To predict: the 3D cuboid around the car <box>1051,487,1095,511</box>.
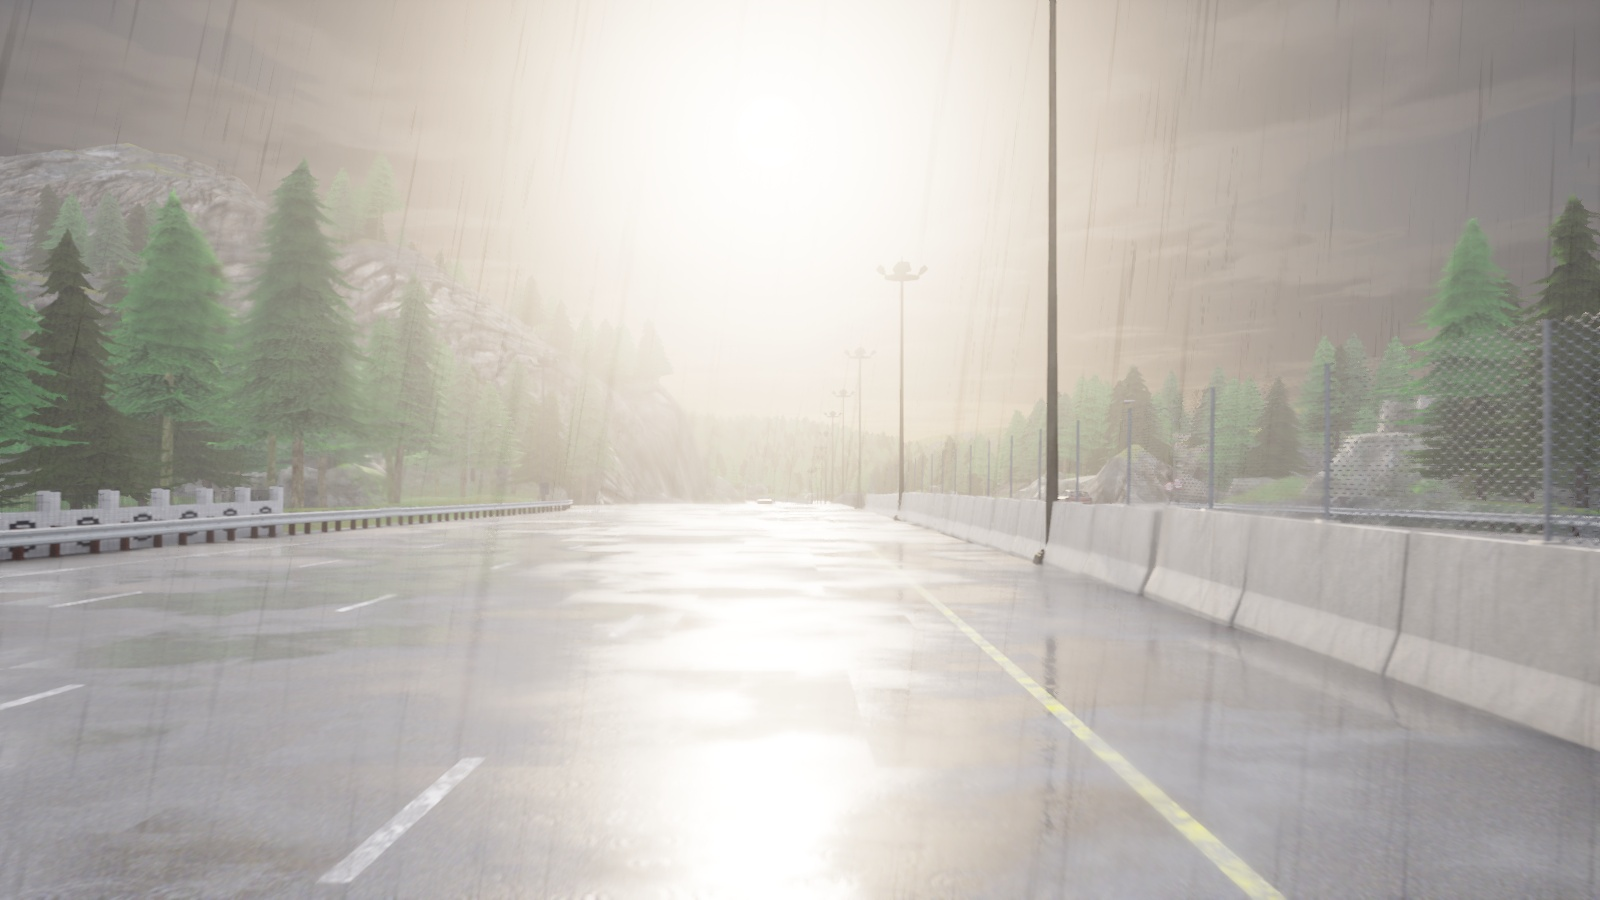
[{"bbox_3d":[17.260,3.096,79.479,1.816,1.474,4.193,0,-2,0],"label":"car"}]
